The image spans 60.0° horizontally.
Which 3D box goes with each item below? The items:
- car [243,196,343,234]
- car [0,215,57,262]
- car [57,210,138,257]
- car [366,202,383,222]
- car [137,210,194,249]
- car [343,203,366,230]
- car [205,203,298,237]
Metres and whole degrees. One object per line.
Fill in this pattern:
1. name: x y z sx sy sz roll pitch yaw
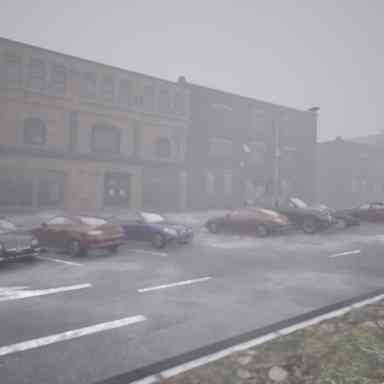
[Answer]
1. car: 5.457 1.250 19.592 5.566 2.045 2.435 -1 -1 36
2. car: -7.049 1.477 11.095 4.892 1.521 2.231 -1 -1 35
3. car: -4.569 1.521 12.815 4.674 1.452 2.002 -1 -1 35
4. car: 13.041 1.517 24.523 5.008 1.535 2.097 -1 -1 37
5. car: -2.085 1.526 14.540 4.674 1.452 2.002 -1 -1 35
6. car: 7.957 1.507 21.266 5.008 1.535 2.097 -1 -1 37
7. car: 2.916 1.536 17.923 4.674 1.452 2.002 -1 -1 36
